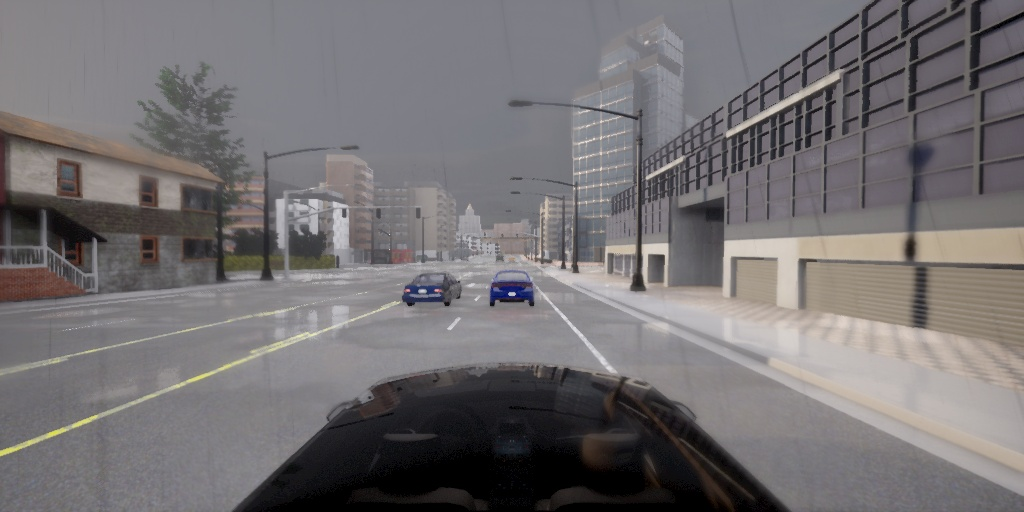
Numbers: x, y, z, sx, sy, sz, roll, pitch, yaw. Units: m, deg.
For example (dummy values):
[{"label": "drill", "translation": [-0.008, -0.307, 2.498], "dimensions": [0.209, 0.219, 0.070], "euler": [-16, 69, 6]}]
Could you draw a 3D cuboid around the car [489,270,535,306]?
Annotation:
[{"label": "car", "translation": [0.000, 1.375, 16.513], "dimensions": [1.882, 1.535, 5.008], "euler": [0, -1, 0]}]

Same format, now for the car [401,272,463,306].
[{"label": "car", "translation": [-3.500, 1.453, 16.512], "dimensions": [2.033, 1.411, 5.357], "euler": [0, -1, 0]}]
